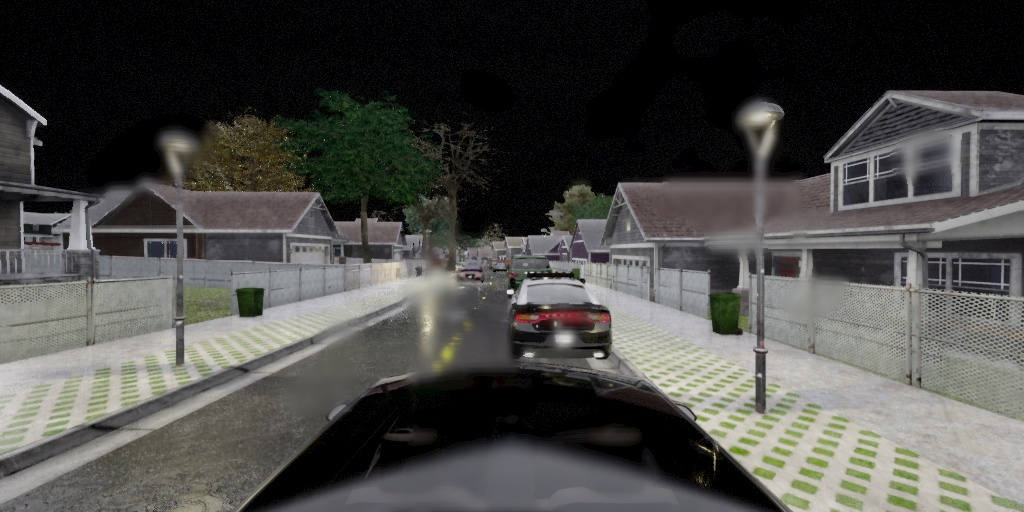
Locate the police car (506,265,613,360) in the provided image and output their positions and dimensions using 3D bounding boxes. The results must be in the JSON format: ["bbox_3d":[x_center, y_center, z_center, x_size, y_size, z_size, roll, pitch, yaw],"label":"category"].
[{"bbox_3d":[0.896,1.180,8.516,1.930,1.638,5.238,0,0,0],"label":"police car"}]

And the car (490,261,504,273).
[{"bbox_3d":[-1.522,1.477,47.483,1.994,1.385,4.181,0,0,-4],"label":"car"}]

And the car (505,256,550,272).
[{"bbox_3d":[0.841,1.001,18.490,2.150,2.045,5.566,0,0,-1],"label":"car"}]

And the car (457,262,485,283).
[{"bbox_3d":[-3.174,1.368,28.404,1.994,1.385,4.181,0,0,-2],"label":"car"}]
